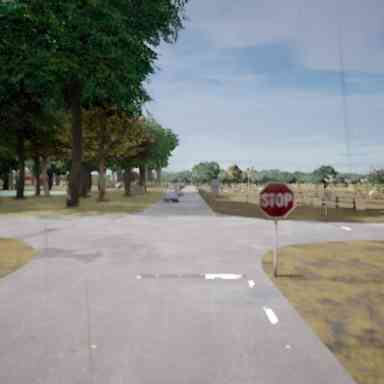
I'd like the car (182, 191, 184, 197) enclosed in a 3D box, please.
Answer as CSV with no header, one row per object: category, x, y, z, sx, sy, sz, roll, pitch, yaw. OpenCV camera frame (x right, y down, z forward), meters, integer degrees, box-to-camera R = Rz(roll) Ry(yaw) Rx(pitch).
car,-2.752,0.252,68.102,1.994,1.385,4.181,0,1,0

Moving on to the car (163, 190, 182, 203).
car,-2.750,0.695,44.384,1.882,1.535,5.008,0,2,0
